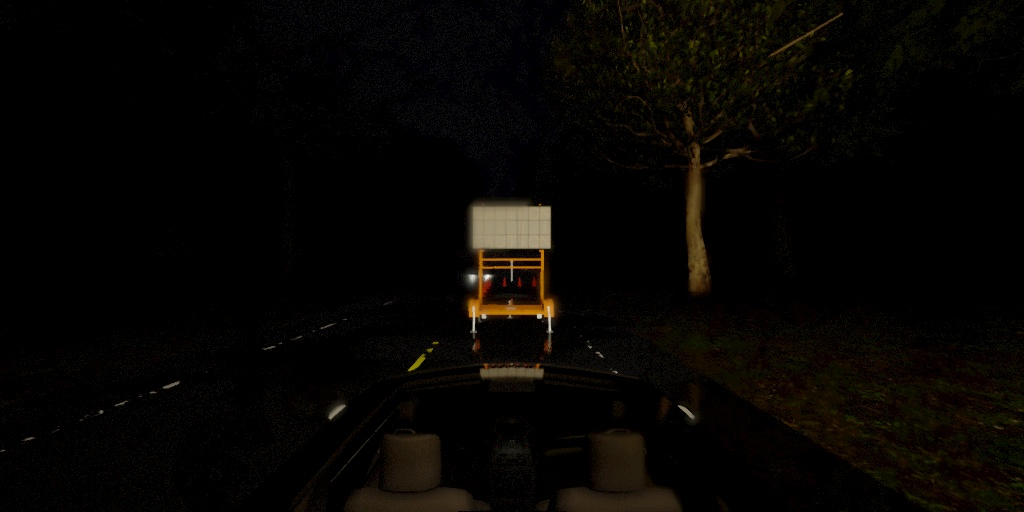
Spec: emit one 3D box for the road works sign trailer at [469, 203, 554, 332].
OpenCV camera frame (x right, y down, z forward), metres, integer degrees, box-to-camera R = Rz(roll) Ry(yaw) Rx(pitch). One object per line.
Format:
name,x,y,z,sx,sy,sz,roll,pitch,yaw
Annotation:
road works sign trailer,-0.007,0.217,10.804,2.380,3.560,2.880,0,0,0

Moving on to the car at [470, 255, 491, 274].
car,-3.536,0.959,41.205,2.150,2.045,5.566,0,0,0
